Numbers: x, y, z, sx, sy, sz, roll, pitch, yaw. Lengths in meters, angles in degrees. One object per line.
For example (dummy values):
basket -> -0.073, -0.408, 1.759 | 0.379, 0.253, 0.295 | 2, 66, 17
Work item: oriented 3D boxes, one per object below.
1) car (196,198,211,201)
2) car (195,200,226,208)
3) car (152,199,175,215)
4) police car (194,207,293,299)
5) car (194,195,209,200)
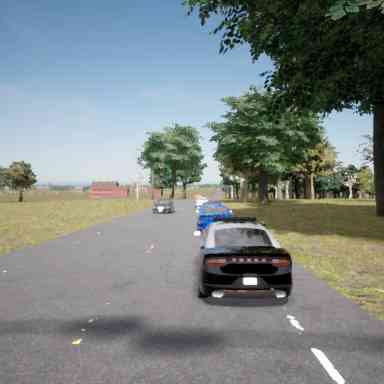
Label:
car -> 1.419, 1.476, 24.465 | 1.837, 1.490, 4.892 | 0, 0, 2
car -> 1.253, 1.457, 18.491 | 1.882, 1.535, 5.008 | 0, 0, 1
car -> -2.851, 1.443, 33.855 | 2.128, 1.511, 4.902 | 0, 0, 3
police car -> 1.085, 1.418, 8.639 | 1.930, 1.638, 5.238 | 0, 0, 1
car -> 1.450, 1.460, 46.215 | 1.812, 1.442, 4.674 | 0, 0, 4
